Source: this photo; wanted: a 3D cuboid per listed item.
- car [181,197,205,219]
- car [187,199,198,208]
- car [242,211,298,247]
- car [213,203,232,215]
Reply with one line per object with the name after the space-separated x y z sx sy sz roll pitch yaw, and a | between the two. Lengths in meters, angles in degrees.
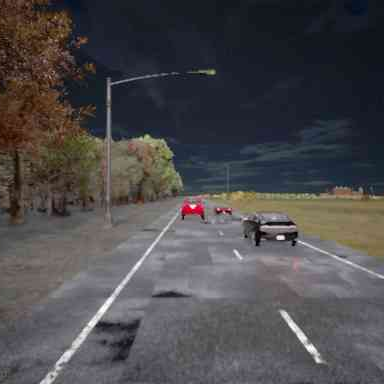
0.092 1.560 33.273 2.150 2.045 5.566 0 -1 0 | car
0.084 2.096 61.582 1.882 1.535 5.008 0 -1 0 | car
3.594 1.661 15.928 2.128 1.511 4.902 0 -1 0 | car
3.590 2.005 39.625 1.895 1.301 4.718 0 -1 0 | car
